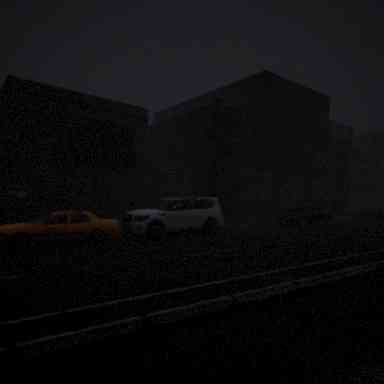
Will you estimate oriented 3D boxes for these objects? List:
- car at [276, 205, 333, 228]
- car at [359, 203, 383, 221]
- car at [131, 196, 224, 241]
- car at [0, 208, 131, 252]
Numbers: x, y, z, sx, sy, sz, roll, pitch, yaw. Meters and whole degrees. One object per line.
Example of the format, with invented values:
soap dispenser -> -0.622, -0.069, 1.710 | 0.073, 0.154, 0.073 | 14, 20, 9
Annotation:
car -> 8.110, 1.651, 23.773 | 4.792, 1.488, 2.163 | 1, 0, -36
car -> 17.115, 1.734, 30.243 | 4.892, 1.521, 2.231 | 1, 0, -36
car -> -0.852, 1.260, 17.321 | 5.566, 2.045, 2.435 | 1, 0, -36
car -> -5.572, 1.449, 13.931 | 5.366, 1.575, 1.946 | 1, 0, -36
